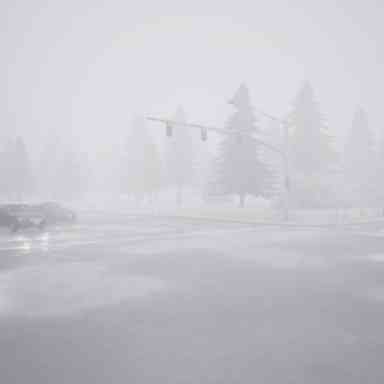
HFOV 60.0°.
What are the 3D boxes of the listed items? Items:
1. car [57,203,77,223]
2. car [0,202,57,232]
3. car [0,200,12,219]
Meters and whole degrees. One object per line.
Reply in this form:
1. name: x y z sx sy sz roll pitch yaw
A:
1. car: -10.569 1.532 24.768 4.902 1.511 2.128 0 0 35
2. car: -10.644 1.508 20.214 4.902 1.511 2.128 0 0 38
3. car: -18.524 1.513 29.386 5.008 1.535 1.882 0 0 22
